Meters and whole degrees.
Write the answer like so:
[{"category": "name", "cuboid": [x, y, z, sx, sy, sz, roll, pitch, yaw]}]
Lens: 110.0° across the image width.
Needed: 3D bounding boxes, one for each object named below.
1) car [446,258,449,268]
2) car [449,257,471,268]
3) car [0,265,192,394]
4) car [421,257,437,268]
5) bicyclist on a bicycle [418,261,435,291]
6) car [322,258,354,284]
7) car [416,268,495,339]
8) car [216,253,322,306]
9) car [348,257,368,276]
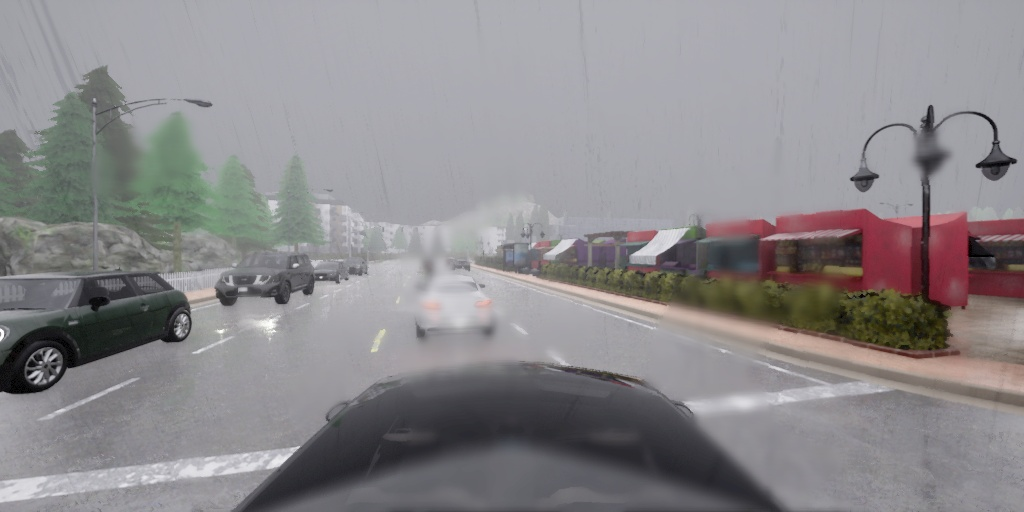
[{"category": "car", "cuboid": [-8.390, 0.910, 51.387, 1.882, 1.535, 5.008, 0, 0, -14]}, {"category": "car", "cuboid": [-6.037, 0.996, 42.349, 1.837, 1.490, 4.892, 0, 0, -14]}, {"category": "car", "cuboid": [-8.127, 1.081, 6.346, 2.097, 1.767, 4.553, 0, 0, -13]}, {"category": "car", "cuboid": [-11.779, 0.941, 50.833, 1.837, 1.490, 4.892, 0, 0, -14]}, {"category": "bicyclist on a bicycle", "cuboid": [-4.664, 1.093, 19.759, 0.582, 1.620, 1.656, 0, 1, 24]}, {"category": "car", "cuboid": [-12.827, 1.109, 25.351, 1.837, 1.490, 4.892, 0, 0, -14]}, {"category": "car", "cuboid": [-1.651, 1.230, 9.962, 1.812, 1.442, 4.674, 0, 0, -13]}, {"category": "car", "cuboid": [-10.443, 0.889, 15.752, 2.150, 2.045, 5.566, 0, 0, -14]}, {"category": "car", "cuboid": [-14.794, 0.904, 33.314, 2.097, 1.767, 4.553, 0, 0, -14]}]
